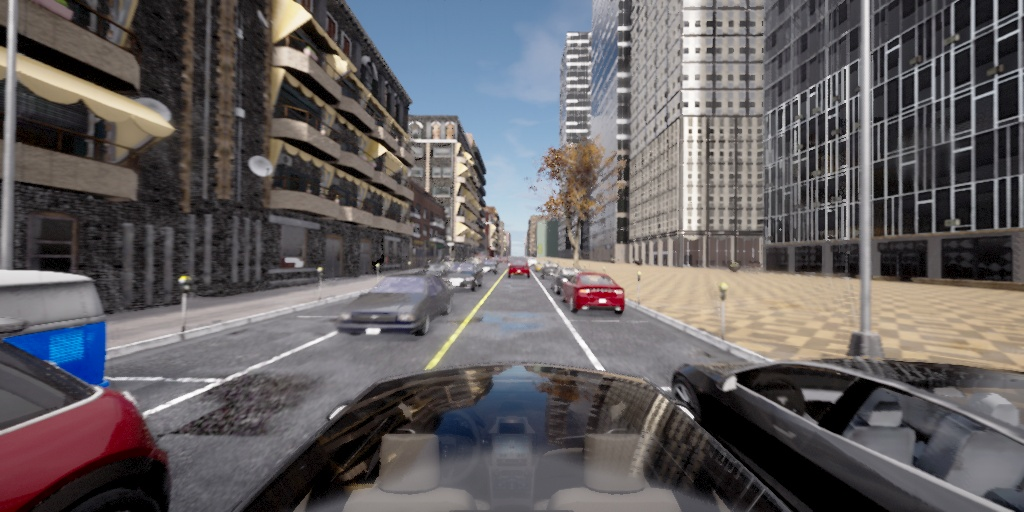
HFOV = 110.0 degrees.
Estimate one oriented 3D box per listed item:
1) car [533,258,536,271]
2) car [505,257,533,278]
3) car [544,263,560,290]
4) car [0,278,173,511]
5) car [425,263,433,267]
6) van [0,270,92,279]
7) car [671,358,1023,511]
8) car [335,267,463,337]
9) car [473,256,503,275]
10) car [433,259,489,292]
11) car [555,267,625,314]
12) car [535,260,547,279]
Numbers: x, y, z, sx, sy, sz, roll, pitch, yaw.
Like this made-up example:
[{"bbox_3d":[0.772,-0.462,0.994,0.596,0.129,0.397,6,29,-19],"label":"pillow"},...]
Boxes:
[{"bbox_3d":[3.470,1.143,41.559,1.751,1.417,4.829,0,0,1],"label":"car"},{"bbox_3d":[0.646,1.104,32.091,1.882,1.535,5.008,1,0,2],"label":"car"},{"bbox_3d":[3.010,1.258,19.114,2.007,1.370,4.403,0,0,1],"label":"car"},{"bbox_3d":[-3.197,1.074,0.223,2.097,1.767,4.553,1,0,2],"label":"car"},{"bbox_3d":[-5.254,1.157,24.856,1.948,1.339,4.313,0,0,1],"label":"car"},{"bbox_3d":[-5.712,1.025,2.583,1.690,1.789,3.998,0,0,1],"label":"van"},{"bbox_3d":[2.667,1.344,2.410,1.948,1.339,4.313,0,0,1],"label":"car"},{"bbox_3d":[-2.957,1.228,10.396,2.033,1.411,5.357,1,0,1],"label":"car"},{"bbox_3d":[-2.329,1.073,36.042,2.128,1.511,4.902,1,0,1],"label":"car"},{"bbox_3d":[-2.738,1.130,20.435,2.128,1.511,4.902,1,0,1],"label":"car"},{"bbox_3d":[2.895,1.276,13.546,1.888,1.381,4.507,0,0,1],"label":"car"},{"bbox_3d":[3.238,1.213,30.252,2.007,1.370,4.403,0,0,1],"label":"car"}]
